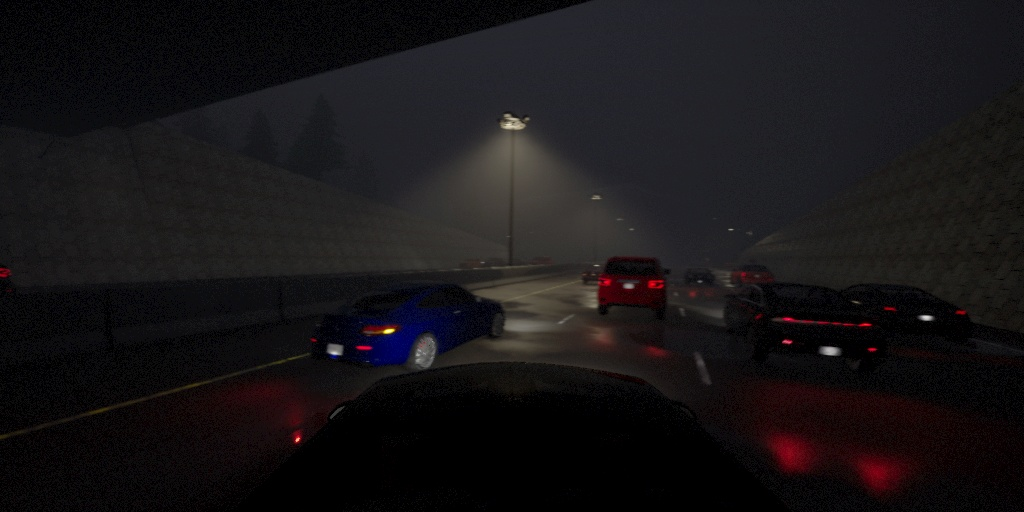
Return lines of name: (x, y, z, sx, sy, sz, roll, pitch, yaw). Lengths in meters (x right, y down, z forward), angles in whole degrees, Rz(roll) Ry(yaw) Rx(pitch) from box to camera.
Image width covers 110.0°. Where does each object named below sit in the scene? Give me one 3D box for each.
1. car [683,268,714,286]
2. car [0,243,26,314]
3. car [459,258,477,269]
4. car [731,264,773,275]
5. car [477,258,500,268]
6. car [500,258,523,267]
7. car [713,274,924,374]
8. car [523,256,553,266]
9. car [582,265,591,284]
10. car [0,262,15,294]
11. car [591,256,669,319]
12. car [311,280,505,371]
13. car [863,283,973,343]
car: (14.652, 1.584, 28.321, 1.895, 1.301, 4.718, 1, 0, 23)
car: (-16.648, 0.625, 8.587, 2.150, 2.045, 5.566, 1, 0, 23)
car: (-5.824, 1.028, 52.087, 1.882, 1.535, 5.008, 1, 0, 23)
car: (17.796, 1.401, 26.758, 2.097, 1.767, 4.553, 1, 0, 23)
car: (-2.586, 1.005, 50.756, 2.097, 1.767, 4.553, 1, 0, 23)
car: (0.625, 1.179, 49.371, 2.128, 1.511, 4.902, 1, 0, 23)
car: (6.134, 1.349, 8.085, 2.128, 1.511, 4.902, 1, 0, 23)
car: (3.843, 1.042, 47.984, 2.150, 2.045, 5.566, 1, 0, 23)
car: (6.669, 1.373, 27.396, 2.033, 1.411, 5.357, 1, 0, 23)
car: (-13.607, 0.946, 6.802, 1.882, 1.535, 5.008, 1, 0, 23)
car: (4.702, 1.039, 13.658, 2.150, 2.045, 5.566, 1, 0, 23)
car: (-1.744, 1.228, 7.447, 1.812, 1.442, 4.674, 1, 0, 23)
car: (11.042, 1.514, 10.729, 1.994, 1.385, 4.181, 1, 0, 23)
